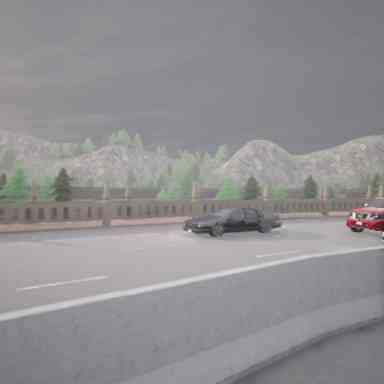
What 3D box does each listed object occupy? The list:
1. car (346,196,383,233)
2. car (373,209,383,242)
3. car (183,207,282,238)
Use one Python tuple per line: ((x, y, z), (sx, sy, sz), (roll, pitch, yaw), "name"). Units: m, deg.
((10.919, 1.205, 17.846), (5.566, 2.045, 2.150), (0, 0, -24), "car")
((9.803, 1.519, 13.437), (4.674, 1.442, 1.812), (0, 0, -26), "car")
((2.238, 1.502, 17.450), (5.357, 1.411, 2.033), (0, 0, -29), "car")
